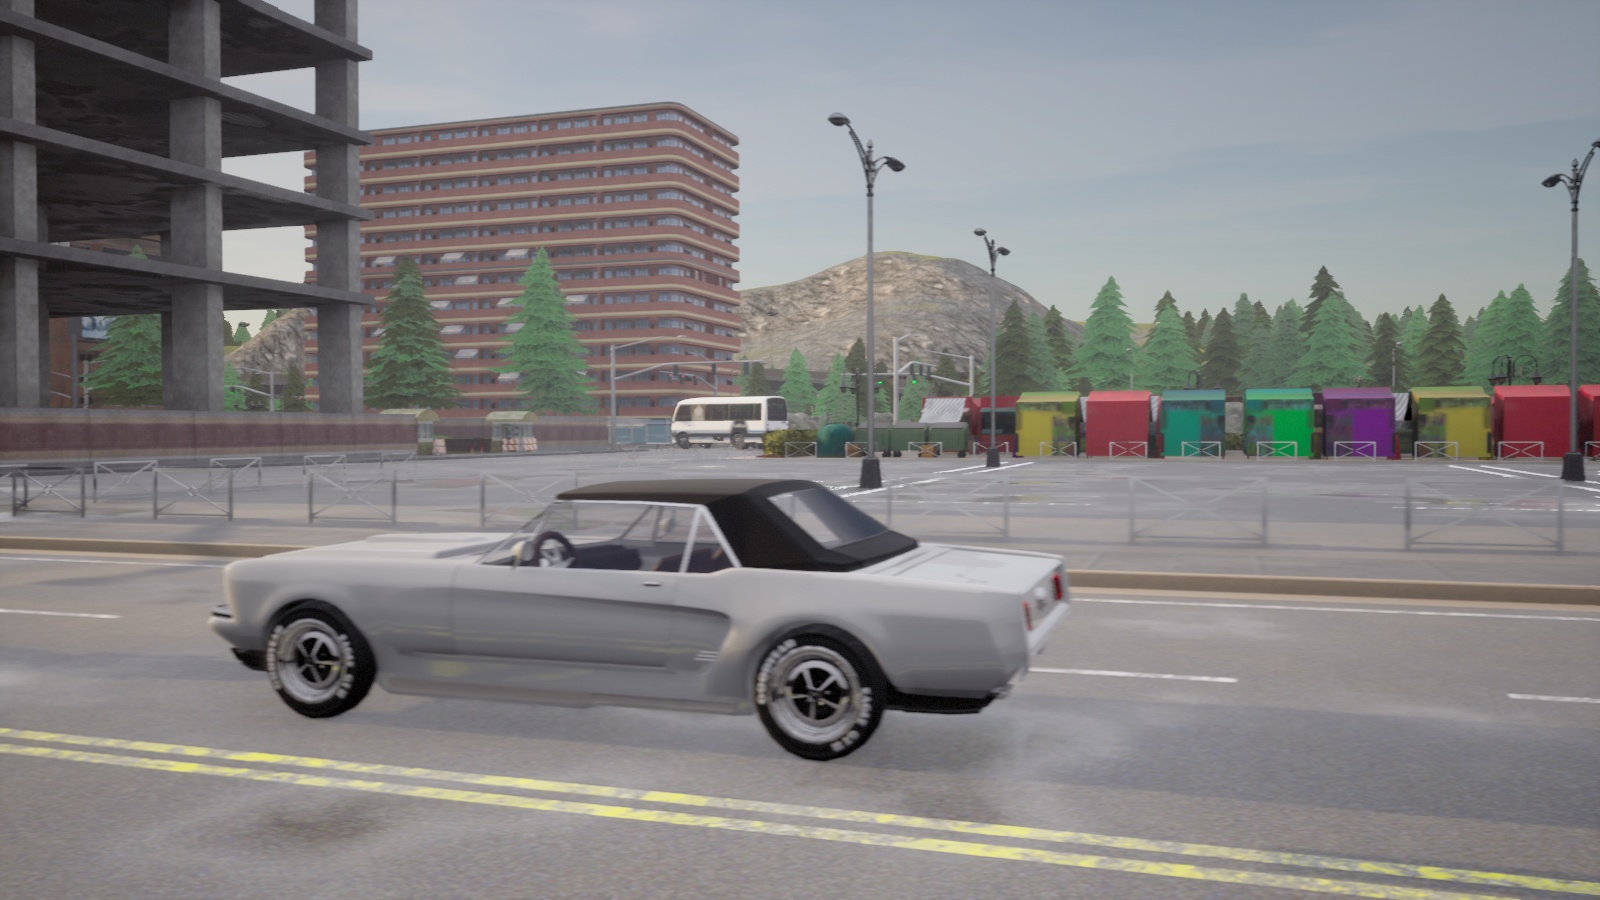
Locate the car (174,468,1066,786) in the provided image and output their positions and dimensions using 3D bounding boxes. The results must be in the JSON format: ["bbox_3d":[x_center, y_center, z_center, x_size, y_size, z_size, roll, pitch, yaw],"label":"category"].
[{"bbox_3d":[-0.984,0.808,7.218,4.718,1.301,1.895,1,1,19],"label":"car"}]
